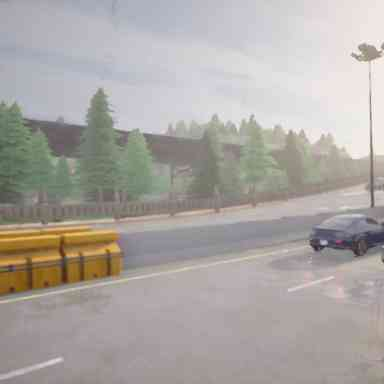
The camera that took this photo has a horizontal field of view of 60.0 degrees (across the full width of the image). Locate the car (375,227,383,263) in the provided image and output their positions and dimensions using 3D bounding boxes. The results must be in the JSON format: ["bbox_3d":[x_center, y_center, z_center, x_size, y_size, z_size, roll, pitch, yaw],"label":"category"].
[{"bbox_3d":[7.467,1.646,9.698,4.718,1.301,1.895,-1,-1,-38],"label":"car"}]

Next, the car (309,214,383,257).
[{"bbox_3d":[6.578,1.620,13.450,4.674,1.442,1.812,-1,-1,-38],"label":"car"}]

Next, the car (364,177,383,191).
[{"bbox_3d":[26.399,-1.193,47.275,4.553,1.767,2.097,-8,4,-38],"label":"car"}]
